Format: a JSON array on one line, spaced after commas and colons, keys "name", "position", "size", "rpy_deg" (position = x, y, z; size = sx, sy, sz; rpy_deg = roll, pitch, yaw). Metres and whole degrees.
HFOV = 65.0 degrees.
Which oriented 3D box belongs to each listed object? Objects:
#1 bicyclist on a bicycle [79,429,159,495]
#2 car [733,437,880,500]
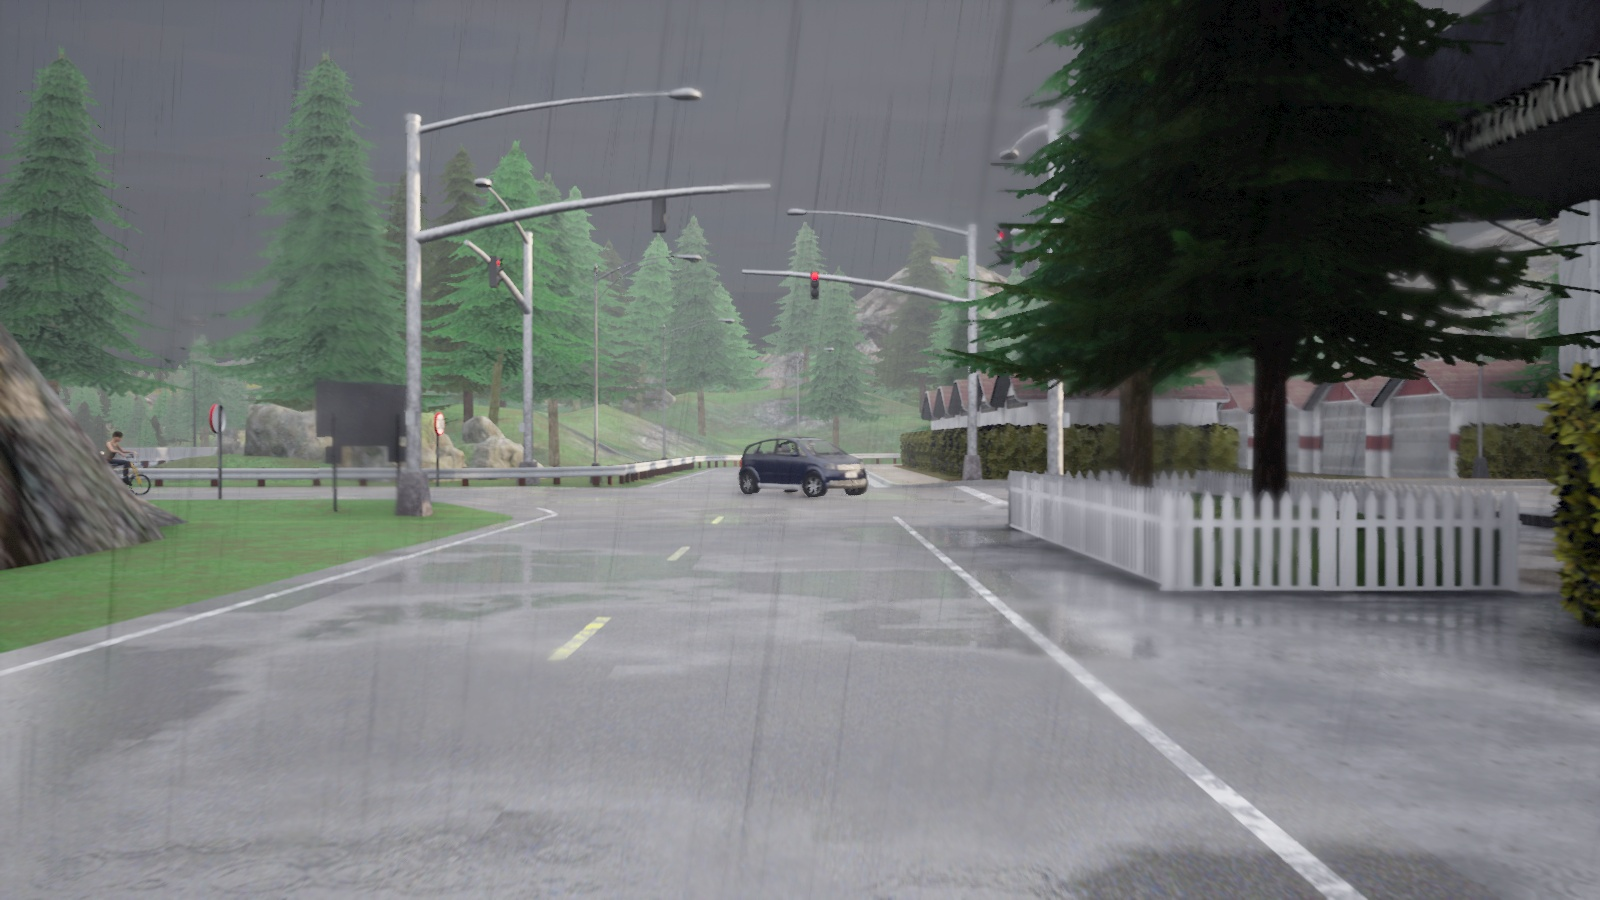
[{"name": "bicyclist on a bicycle", "position": [-16.883, 0.302, 31.146], "size": [1.509, 1.612, 0.866], "rpy_deg": [0, 0, 0]}, {"name": "car", "position": [0.121, 0.433, 32.919], "size": [1.789, 1.549, 3.705], "rpy_deg": [-1, 1, -43]}]
